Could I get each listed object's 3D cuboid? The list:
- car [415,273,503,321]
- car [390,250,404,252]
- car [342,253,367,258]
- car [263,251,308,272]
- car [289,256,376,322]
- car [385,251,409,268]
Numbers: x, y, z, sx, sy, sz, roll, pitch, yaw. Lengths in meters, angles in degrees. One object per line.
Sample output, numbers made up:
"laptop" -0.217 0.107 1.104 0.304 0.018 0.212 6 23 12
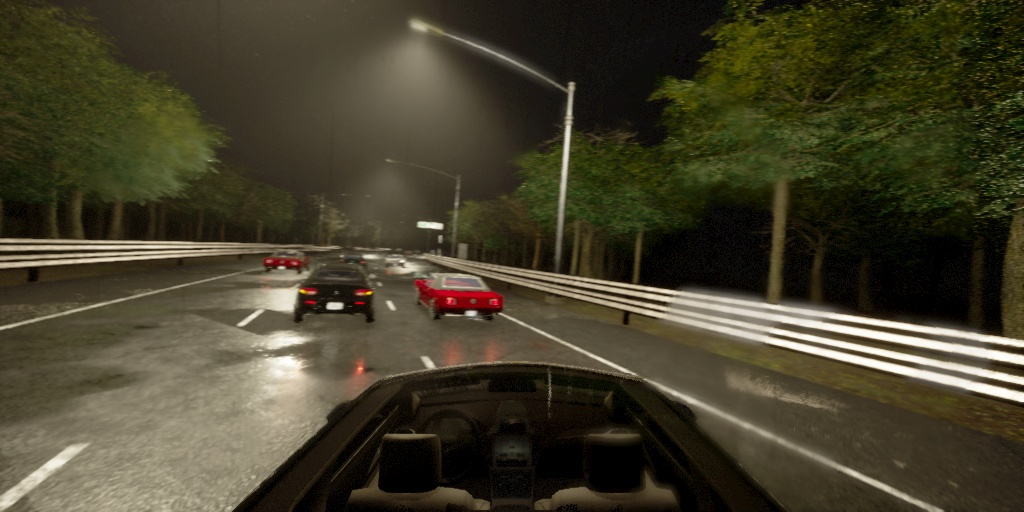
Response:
"car" -1.988 1.227 11.874 1.895 1.301 4.718 4 0 -24
"car" -18.830 -0.211 57.389 2.097 1.767 4.553 5 0 -17
"car" -11.712 0.479 26.518 1.994 1.385 4.181 4 0 -21
"car" -13.865 0.339 22.430 1.895 1.301 4.718 4 0 -22
"car" -4.980 0.916 10.341 1.812 1.442 4.674 4 0 -24
"car" -12.090 0.512 37.036 1.895 1.301 4.718 4 0 -20
